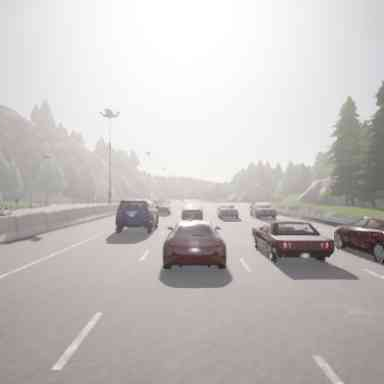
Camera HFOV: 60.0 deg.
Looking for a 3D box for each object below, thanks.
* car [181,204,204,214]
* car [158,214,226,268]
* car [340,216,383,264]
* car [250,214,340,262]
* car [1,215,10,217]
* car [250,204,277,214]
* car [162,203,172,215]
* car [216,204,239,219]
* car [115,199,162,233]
[{"bbox_3d":[0.032,1.823,30.043,2.128,1.511,4.902,0,-1,0],"label":"car"},{"bbox_3d":[0.075,1.689,11.702,1.994,1.385,4.181,0,-1,0],"label":"car"},{"bbox_3d":[7.074,1.609,12.331,1.882,1.535,5.008,0,-1,0],"label":"car"},{"bbox_3d":[3.573,1.738,12.738,1.895,1.301,4.718,0,-1,0],"label":"car"},{"bbox_3d":[-14.049,1.800,22.272,2.033,1.411,5.357,0,-1,0],"label":"car"},{"bbox_3d":[7.026,1.913,33.179,2.033,1.411,5.357,0,-1,0],"label":"car"},{"bbox_3d":[-3.498,1.995,40.445,2.033,1.411,5.357,0,-1,0],"label":"car"},{"bbox_3d":[3.526,1.917,33.421,2.033,1.411,5.357,0,-1,0],"label":"car"},{"bbox_3d":[-3.447,1.459,21.651,2.150,2.045,5.566,0,-1,0],"label":"car"}]
